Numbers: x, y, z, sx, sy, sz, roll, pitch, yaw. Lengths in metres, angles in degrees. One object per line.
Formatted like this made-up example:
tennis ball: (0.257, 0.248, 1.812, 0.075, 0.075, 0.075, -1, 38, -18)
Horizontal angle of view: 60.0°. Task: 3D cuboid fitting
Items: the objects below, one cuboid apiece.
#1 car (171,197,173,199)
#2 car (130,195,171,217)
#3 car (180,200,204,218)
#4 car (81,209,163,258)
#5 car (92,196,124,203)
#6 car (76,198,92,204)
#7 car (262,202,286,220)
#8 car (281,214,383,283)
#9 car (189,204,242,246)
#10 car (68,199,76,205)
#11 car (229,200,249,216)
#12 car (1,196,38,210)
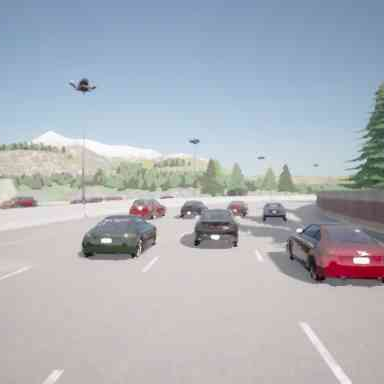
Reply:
car: (-6.269, 1.433, 80.206, 1.994, 1.385, 4.181, 0, 0, 28)
car: (-3.680, 1.350, 28.471, 2.097, 1.767, 4.553, 0, 0, 12)
car: (0.285, 1.515, 30.268, 1.837, 1.490, 4.892, 0, 0, 13)
car: (-2.606, 1.561, 12.870, 1.994, 1.385, 4.181, 0, 0, 6)
car: (-10.692, 1.334, 43.878, 2.097, 1.767, 4.553, 0, 0, 18)
car: (-13.522, 1.479, 46.573, 1.837, 1.490, 4.892, 0, 0, 18)
car: (6.863, 1.576, 27.874, 2.033, 1.411, 5.357, 0, 0, 13)
car: (4.130, 1.579, 9.794, 1.994, 1.385, 4.181, 0, 0, 4)
car: (1.182, 1.513, 15.370, 1.837, 1.490, 4.892, 0, 0, 6)
car: (-16.324, 1.533, 49.253, 1.994, 1.385, 4.181, 0, 0, 19)
car: (4.535, 1.549, 32.903, 1.812, 1.442, 4.674, 0, 0, 14)
car: (-22.018, 1.302, 42.513, 2.097, 1.767, 4.553, 0, 0, 16)
